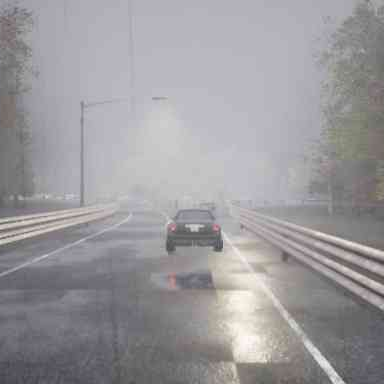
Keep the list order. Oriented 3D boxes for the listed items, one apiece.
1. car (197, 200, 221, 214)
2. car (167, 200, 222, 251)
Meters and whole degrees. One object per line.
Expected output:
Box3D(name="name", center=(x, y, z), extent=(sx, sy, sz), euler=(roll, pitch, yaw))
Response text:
Box3D(name="car", center=(2.117, 1.726, 39.754), extent=(2.128, 1.511, 4.902), euler=(1, -1, 12))
Box3D(name="car", center=(0.097, 1.419, 14.447), extent=(2.097, 1.767, 4.553), euler=(0, -1, 0))
